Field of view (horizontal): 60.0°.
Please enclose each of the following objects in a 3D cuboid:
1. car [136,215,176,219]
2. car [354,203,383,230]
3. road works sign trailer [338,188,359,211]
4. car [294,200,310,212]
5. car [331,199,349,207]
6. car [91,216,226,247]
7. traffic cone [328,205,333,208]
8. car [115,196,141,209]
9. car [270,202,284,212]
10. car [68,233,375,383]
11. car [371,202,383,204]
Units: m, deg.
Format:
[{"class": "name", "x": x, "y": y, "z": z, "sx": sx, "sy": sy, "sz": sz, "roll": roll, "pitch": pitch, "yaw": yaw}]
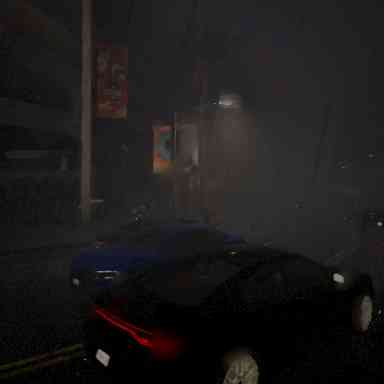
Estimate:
[{"class": "car", "x": -1.428, "y": 1.654, "z": 12.620, "sx": 1.837, "sy": 1.490, "sz": 4.892, "roll": 1, "pitch": 0, "yaw": 41}, {"class": "car", "x": 12.795, "y": 1.820, "z": 23.538, "sx": 1.837, "sy": 1.490, "sz": 4.892, "roll": 0, "pitch": -1, "yaw": 19}, {"class": "road works sign trailer", "x": 23.897, "y": 1.131, "z": 50.648, "sx": 2.380, "sy": 3.560, "sz": 2.880, "roll": 0, "pitch": -1, "yaw": 15}, {"class": "car", "x": 15.952, "y": 1.971, "z": 48.337, "sx": 2.097, "sy": 1.767, "sz": 4.553, "roll": 0, "pitch": -1, "yaw": 15}, {"class": "car", "x": 33.811, "y": 2.345, "z": 75.642, "sx": 2.185, "sy": 1.767, "sz": 4.553, "roll": 0, "pitch": -1, "yaw": 15}, {"class": "car", "x": -0.588, "y": 1.580, "z": 8.539, "sx": 1.882, "sy": 1.535, "sz": 5.008, "roll": 0, "pitch": -1, "yaw": 45}, {"class": "traffic cone", "x": 24.270, "y": 2.709, "z": 57.776, "sx": 0.340, "sy": 0.580, "sz": 0.340, "roll": 0, "pitch": -1, "yaw": 15}, {"class": "car", "x": -9.467, "y": 1.593, "z": 49.072, "sx": 2.435, "sy": 2.045, "sz": 5.566, "roll": 0, "pitch": -1, "yaw": 15}, {"class": "car", "x": 12.790, "y": 2.180, "z": 50.085, "sx": 2.033, "sy": 1.411, "sz": 5.357, "roll": 0, "pitch": -1, "yaw": 15}, {"class": "car", "x": 0.971, "y": 1.542, "z": 4.994, "sx": 5.008, "sy": 1.535, "sz": 1.882, "roll": 1, "pitch": -1, "yaw": -41}, {"class": "car", "x": 26.188, "y": 2.114, "z": 47.274, "sx": 2.231, "sy": 1.521, "sz": 4.892, "roll": 0, "pitch": -1, "yaw": 15}]
